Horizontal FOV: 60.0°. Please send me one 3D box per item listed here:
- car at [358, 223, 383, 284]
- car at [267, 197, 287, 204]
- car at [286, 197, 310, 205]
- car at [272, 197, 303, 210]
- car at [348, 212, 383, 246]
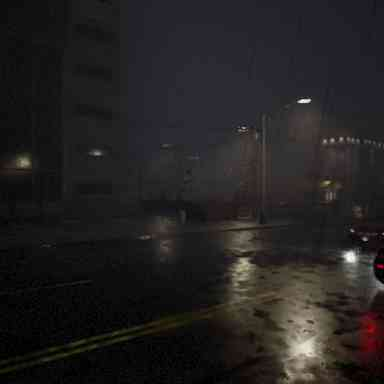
[{"bbox_3d":[6.332,1.568,8.283,4.674,1.442,1.812,0,0,-35],"label":"car"},{"bbox_3d":[17.397,1.682,67.789,3.806,1.475,1.970,0,0,-36],"label":"car"},{"bbox_3d":[20.301,1.650,63.787,4.674,1.452,2.002,0,0,-36],"label":"car"},{"bbox_3d":[13.384,1.412,44.729,4.553,1.767,2.185,0,0,-36],"label":"car"},{"bbox_3d":[8.742,1.592,14.522,4.674,1.442,1.812,0,0,-35],"label":"car"}]
